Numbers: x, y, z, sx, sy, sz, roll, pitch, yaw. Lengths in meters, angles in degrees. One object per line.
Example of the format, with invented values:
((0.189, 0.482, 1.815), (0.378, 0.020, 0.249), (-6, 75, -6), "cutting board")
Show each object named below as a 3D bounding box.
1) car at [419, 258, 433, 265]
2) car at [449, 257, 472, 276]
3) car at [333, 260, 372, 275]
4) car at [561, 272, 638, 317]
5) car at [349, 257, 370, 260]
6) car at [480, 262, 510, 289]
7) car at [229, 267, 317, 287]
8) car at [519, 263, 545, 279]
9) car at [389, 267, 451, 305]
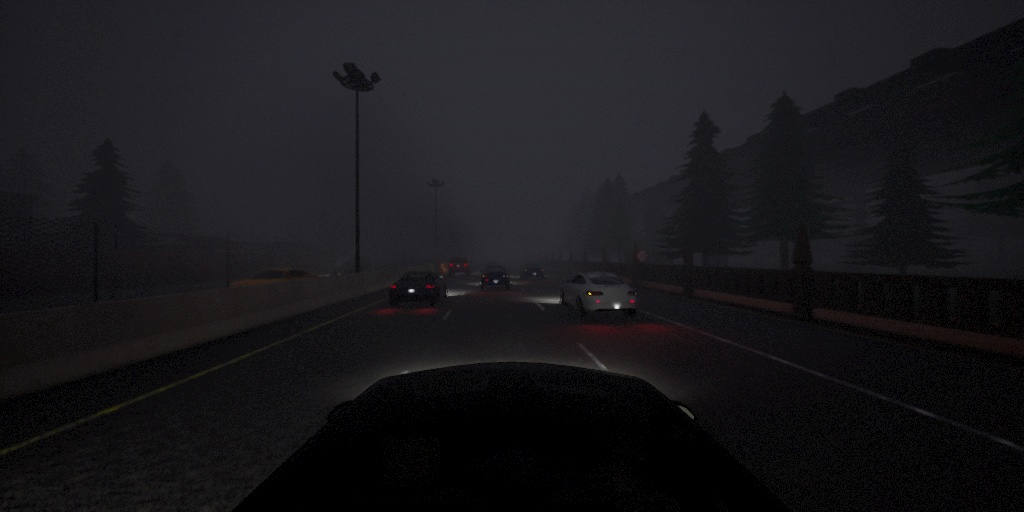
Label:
((-13.980, 1.144, 58.920), (2.128, 1.511, 4.902), (0, 0, -4), "car")
((-5.579, 1.094, 38.766), (2.150, 2.045, 5.566), (0, 0, -4), "car")
((-16.097, 1.403, 35.782), (2.128, 1.511, 4.902), (0, 0, -4), "car")
((3.039, 1.293, 13.144), (1.812, 1.442, 4.674), (0, 0, -3), "car")
((-20.256, 1.183, 47.153), (2.150, 2.045, 5.566), (0, 0, -3), "car")
((-1.113, 1.340, 23.685), (1.812, 1.442, 4.674), (0, 0, -4), "car")
((-11.436, 1.319, 17.494), (1.882, 1.535, 5.008), (0, 0, -4), "car")
((1.808, 1.352, 32.957), (1.812, 1.442, 4.674), (0, 0, -4), "car")
((-4.173, 1.372, 16.421), (1.994, 1.385, 4.181), (0, 0, -3), "car")
